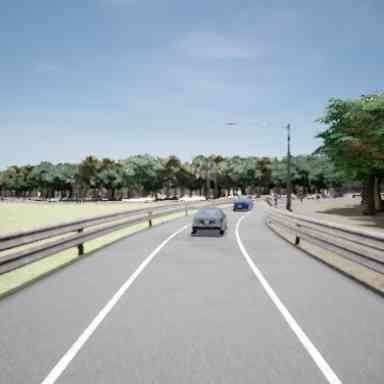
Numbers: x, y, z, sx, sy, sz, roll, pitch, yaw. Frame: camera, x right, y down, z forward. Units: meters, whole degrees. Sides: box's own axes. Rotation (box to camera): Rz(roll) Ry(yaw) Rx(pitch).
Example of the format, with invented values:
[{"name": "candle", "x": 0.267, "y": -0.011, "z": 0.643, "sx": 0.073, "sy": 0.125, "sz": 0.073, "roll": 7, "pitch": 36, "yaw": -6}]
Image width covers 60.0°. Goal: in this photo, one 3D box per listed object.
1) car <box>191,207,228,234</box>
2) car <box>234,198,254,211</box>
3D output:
[{"name": "car", "x": 1.118, "y": 1.635, "z": 20.062, "sx": 2.033, "sy": 1.411, "sz": 5.357, "roll": 0, "pitch": 0, "yaw": 8}, {"name": "car", "x": 6.607, "y": 1.530, "z": 42.146, "sx": 1.882, "sy": 1.535, "sz": 5.008, "roll": 0, "pitch": 0, "yaw": 20}]
